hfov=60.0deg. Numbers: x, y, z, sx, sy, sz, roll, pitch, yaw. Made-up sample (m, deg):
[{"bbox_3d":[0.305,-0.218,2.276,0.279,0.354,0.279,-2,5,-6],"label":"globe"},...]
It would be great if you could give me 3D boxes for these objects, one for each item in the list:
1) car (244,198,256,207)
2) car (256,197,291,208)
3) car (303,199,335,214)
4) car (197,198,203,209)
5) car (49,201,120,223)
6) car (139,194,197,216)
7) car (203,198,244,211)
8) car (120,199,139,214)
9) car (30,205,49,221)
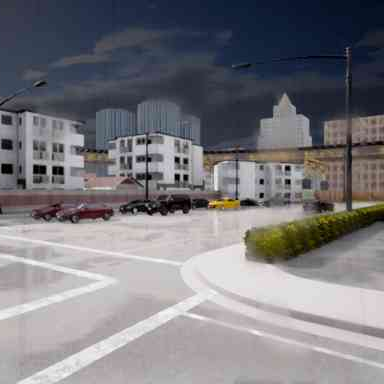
[{"bbox_3d":[8.027,1.561,49.619,4.181,1.385,1.994,0,0,-34],"label":"car"},{"bbox_3d":[12.168,1.504,48.262,4.892,1.490,1.837,0,0,-30],"label":"car"},{"bbox_3d":[13.773,1.490,35.992,2.128,1.511,4.902,0,0,44],"label":"car"},{"bbox_3d":[0.617,1.523,42.564,1.812,1.442,4.674,0,0,40],"label":"car"},{"bbox_3d":[-8.129,1.523,25.621,1.812,1.442,4.674,0,0,37],"label":"car"},{"bbox_3d":[-2.289,1.219,33.360,2.150,2.045,5.566,0,0,37],"label":"car"},{"bbox_3d":[4.005,1.475,41.164,1.882,1.535,5.008,0,0,41],"label":"car"},{"bbox_3d":[-5.469,1.502,34.909,1.837,1.490,4.892,0,0,38],"label":"car"},{"bbox_3d":[-10.964,1.523,27.673,1.812,1.442,4.674,0,0,37],"label":"car"}]
